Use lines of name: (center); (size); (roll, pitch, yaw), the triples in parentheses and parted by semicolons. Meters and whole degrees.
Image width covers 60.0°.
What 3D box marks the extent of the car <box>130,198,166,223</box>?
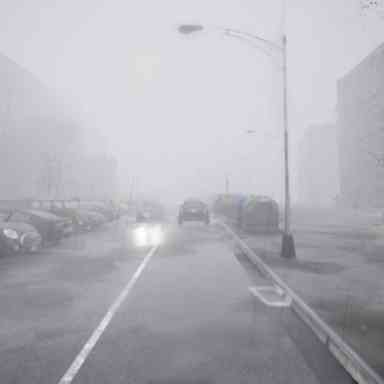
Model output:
car: (-3.095, 1.473, 25.592); (2.128, 1.511, 4.902); (0, 0, 0)

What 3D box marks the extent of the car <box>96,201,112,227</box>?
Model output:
car: (-7.653, 1.467, 19.861); (4.892, 1.521, 2.231); (0, 0, 0)

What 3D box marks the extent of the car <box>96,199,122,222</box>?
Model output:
car: (-7.640, 1.465, 22.655); (4.892, 1.521, 2.231); (0, 0, 0)

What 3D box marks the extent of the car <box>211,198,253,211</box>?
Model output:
car: (4.683, 1.491, 39.560); (4.674, 1.452, 2.002); (0, 0, 0)

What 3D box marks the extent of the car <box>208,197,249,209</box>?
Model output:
car: (4.872, 1.444, 45.141); (5.366, 1.575, 1.946); (0, 0, 0)

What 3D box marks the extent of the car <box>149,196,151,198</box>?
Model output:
car: (-7.673, 1.481, 39.417); (4.792, 1.488, 2.163); (0, 0, 0)

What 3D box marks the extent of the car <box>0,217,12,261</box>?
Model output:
car: (-7.646, 1.514, 8.687); (4.674, 1.452, 2.002); (0, 0, 0)

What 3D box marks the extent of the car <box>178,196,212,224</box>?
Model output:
car: (0.104, 1.333, 24.355); (2.097, 1.767, 4.553); (0, 0, 0)

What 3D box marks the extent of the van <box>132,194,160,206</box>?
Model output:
van: (-7.758, 1.281, 56.154); (4.442, 1.987, 1.878); (0, -1, 0)

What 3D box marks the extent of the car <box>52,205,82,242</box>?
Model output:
car: (-7.642, 1.470, 14.149); (5.008, 1.535, 2.097); (0, 0, 0)

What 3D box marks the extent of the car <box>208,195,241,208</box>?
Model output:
car: (4.656, 1.320, 48.060); (4.553, 1.767, 2.185); (0, 0, 0)

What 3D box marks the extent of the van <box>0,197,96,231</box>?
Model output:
van: (-7.530, 1.242, 17.068); (4.442, 1.987, 1.878); (0, 0, 0)

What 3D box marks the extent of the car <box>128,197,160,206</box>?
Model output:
car: (-7.671, 1.495, 53.364); (4.792, 1.488, 2.163); (0, 0, 0)

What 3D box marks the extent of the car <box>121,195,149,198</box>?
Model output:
car: (-7.830, 1.451, 36.623); (5.366, 1.575, 1.946); (0, 0, 0)

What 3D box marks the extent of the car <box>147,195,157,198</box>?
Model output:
car: (-7.614, 1.477, 45.004); (4.792, 1.488, 2.163); (0, 0, 0)

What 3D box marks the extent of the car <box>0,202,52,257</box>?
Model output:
car: (-7.678, 1.346, 11.479); (4.553, 1.767, 2.185); (0, 0, 0)

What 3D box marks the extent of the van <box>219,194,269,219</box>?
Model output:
van: (4.801, 1.233, 28.520); (4.442, 1.987, 1.878); (0, 0, 0)

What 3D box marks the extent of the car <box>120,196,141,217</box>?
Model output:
car: (-7.830, 1.455, 31.036); (5.366, 1.575, 1.946); (0, 0, 0)

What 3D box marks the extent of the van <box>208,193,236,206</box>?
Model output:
van: (4.805, 1.243, 53.626); (4.442, 1.987, 1.878); (0, -1, 0)

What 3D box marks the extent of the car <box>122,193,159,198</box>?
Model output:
car: (-7.614, 1.194, 47.798); (5.566, 2.045, 2.435); (0, 0, 0)

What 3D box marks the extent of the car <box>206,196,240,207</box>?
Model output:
car: (4.693, 1.448, 50.849); (5.008, 1.535, 2.097); (0, 0, 0)

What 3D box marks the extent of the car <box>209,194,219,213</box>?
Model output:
car: (4.713, 1.206, 31.311); (5.566, 2.045, 2.435); (0, 0, 0)

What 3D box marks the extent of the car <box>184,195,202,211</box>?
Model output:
car: (0.106, 1.323, 41.898); (2.097, 1.767, 4.553); (0, 0, 0)

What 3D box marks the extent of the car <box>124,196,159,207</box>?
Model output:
car: (-7.641, 1.447, 50.532); (5.008, 1.535, 2.097); (0, 0, 0)
